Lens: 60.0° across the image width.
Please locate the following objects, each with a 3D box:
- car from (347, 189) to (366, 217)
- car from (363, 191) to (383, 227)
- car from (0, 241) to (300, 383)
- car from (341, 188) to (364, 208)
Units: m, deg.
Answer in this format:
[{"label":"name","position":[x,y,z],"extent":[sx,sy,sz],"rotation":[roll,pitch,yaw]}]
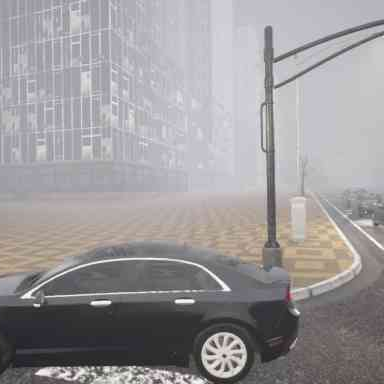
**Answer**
[{"label":"car","position":[11.175,0.759,20.643],"extent":[1.994,1.385,4.181],"rotation":[-1,2,17]},{"label":"car","position":[9.106,0.928,14.355],"extent":[2.128,1.511,4.902],"rotation":[-1,2,18]},{"label":"car","position":[-1.014,1.505,4.750],"extent":[4.892,1.490,1.837],"rotation":[0,0,0]},{"label":"car","position":[13.188,0.454,26.701],"extent":[2.128,1.511,4.902],"rotation":[-1,2,18]}]
